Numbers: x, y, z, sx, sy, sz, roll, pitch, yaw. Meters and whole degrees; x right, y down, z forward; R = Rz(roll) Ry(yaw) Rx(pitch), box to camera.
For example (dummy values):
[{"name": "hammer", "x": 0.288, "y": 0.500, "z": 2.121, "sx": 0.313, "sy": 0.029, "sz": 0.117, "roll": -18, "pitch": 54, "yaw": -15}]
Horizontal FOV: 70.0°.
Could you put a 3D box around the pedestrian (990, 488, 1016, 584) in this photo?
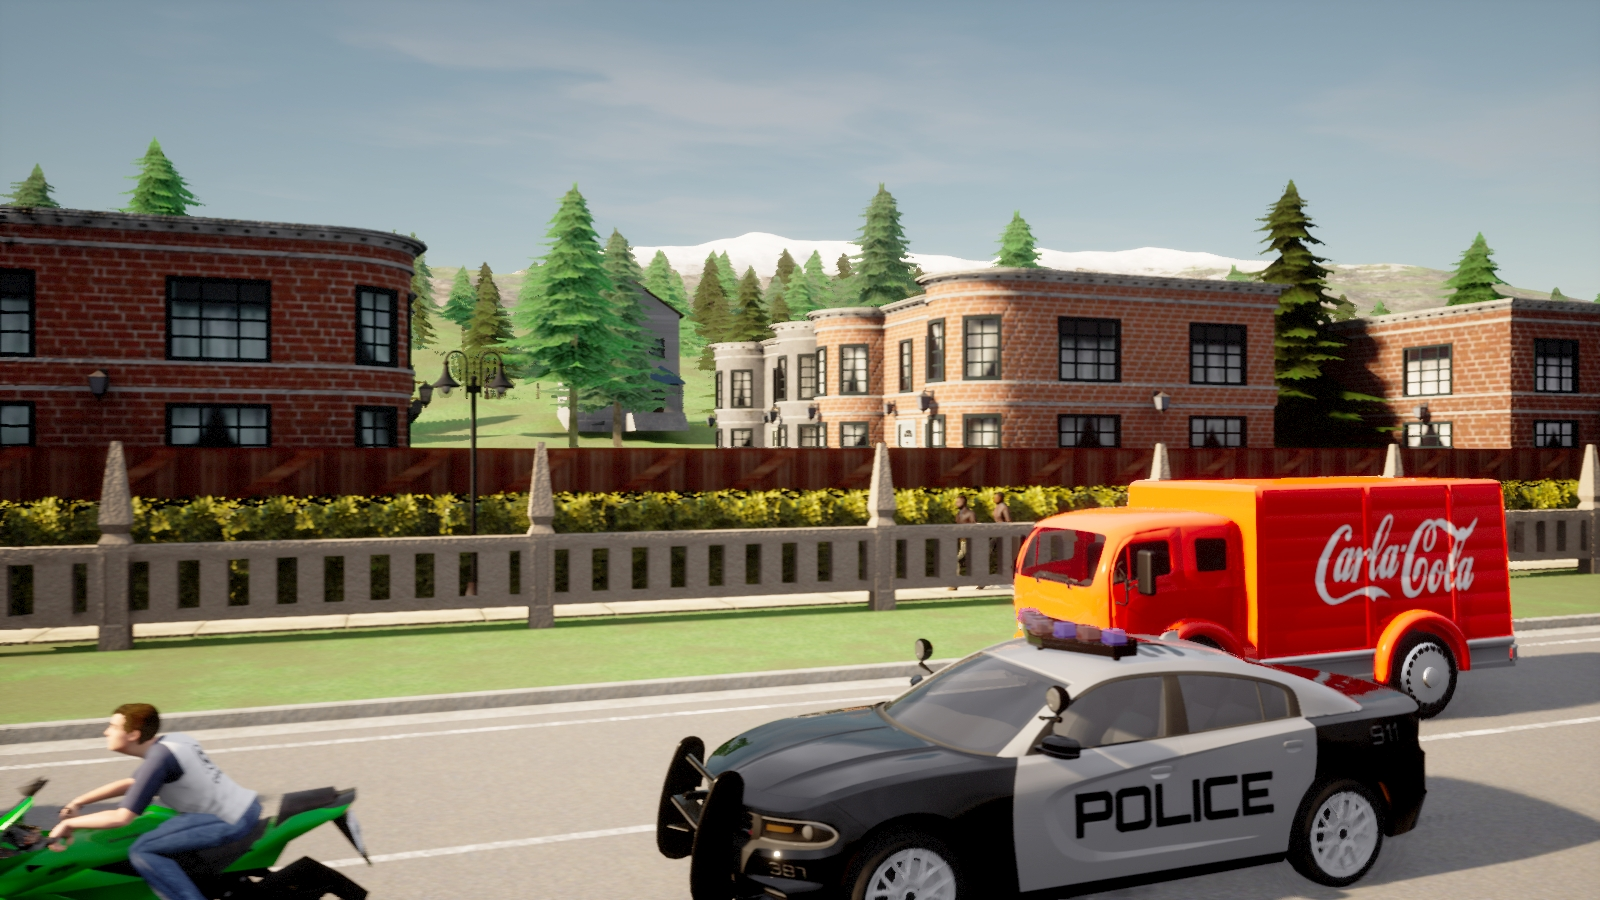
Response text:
[{"name": "pedestrian", "x": 4.044, "y": 1.698, "z": 22.730, "sx": 0.375, "sy": 1.860, "sz": 0.375, "roll": 0, "pitch": 0, "yaw": -20}]

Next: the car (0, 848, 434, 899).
[{"name": "car", "x": -2.902, "y": 2.066, "z": 2.244, "sx": 4.193, "sy": 1.474, "sz": 1.816, "roll": 0, "pitch": 0, "yaw": -20}]

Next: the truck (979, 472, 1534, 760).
[{"name": "truck", "x": 4.927, "y": 1.555, "z": 12.543, "sx": 5.204, "sy": 2.467, "sz": 2.627, "roll": -1, "pitch": 0, "yaw": -20}]

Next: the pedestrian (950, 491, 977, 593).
[{"name": "pedestrian", "x": 3.027, "y": 1.697, "z": 21.168, "sx": 0.375, "sy": 1.860, "sz": 0.375, "roll": 0, "pitch": 0, "yaw": -18}]

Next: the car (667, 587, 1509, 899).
[{"name": "car", "x": 1.912, "y": 1.982, "z": 7.719, "sx": 5.238, "sy": 1.638, "sz": 2.097, "roll": 0, "pitch": 0, "yaw": -20}]

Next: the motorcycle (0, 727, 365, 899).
[{"name": "motorcycle", "x": -3.309, "y": 2.186, "z": 5.819, "sx": 2.033, "sy": 1.199, "sz": 0.803, "roll": 0, "pitch": 0, "yaw": -20}]
